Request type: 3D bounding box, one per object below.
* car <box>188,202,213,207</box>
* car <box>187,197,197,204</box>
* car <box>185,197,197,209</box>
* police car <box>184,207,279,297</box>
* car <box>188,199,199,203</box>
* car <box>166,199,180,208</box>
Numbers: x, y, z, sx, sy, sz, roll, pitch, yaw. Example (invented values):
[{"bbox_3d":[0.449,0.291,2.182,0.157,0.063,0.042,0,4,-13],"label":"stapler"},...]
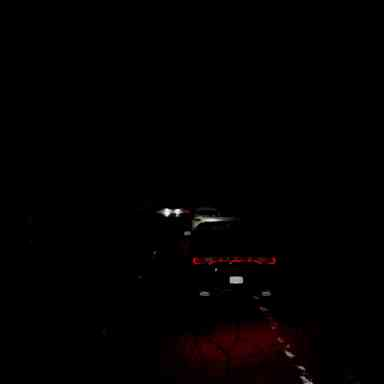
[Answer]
[{"bbox_3d":[0.811,1.531,18.635,1.812,1.442,4.674,0,0,0],"label":"car"},{"bbox_3d":[-0.049,1.673,65.188,1.895,1.301,4.718,0,0,0],"label":"car"},{"bbox_3d":[0.003,1.524,46.107,2.128,1.511,4.902,0,0,0],"label":"car"},{"bbox_3d":[0.818,1.426,8.744,1.930,1.638,5.238,0,0,0],"label":"police car"},{"bbox_3d":[0.806,1.514,24.634,1.837,1.490,4.892,0,0,0],"label":"car"},{"bbox_3d":[-2.786,1.637,48.383,1.895,1.301,4.718,0,0,0],"label":"car"}]
